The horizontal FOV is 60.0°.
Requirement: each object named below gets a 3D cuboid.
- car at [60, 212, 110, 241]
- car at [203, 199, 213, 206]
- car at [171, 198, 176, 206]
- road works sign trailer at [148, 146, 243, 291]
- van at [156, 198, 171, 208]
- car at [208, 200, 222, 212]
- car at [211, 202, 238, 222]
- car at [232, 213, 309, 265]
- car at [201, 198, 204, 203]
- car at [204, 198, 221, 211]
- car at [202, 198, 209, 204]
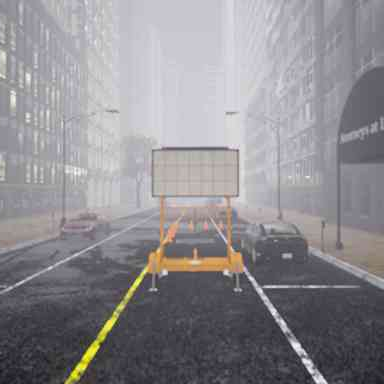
[{"bbox_3d":[-5.518,1.758,17.699,1.802,1.307,4.206,0,-1,1],"label":"car"},{"bbox_3d":[3.342,2.154,68.894,1.887,1.381,4.507,0,0,1],"label":"car"},{"bbox_3d":[-5.038,2.177,68.975,2.008,1.369,4.403,0,0,1],"label":"car"},{"bbox_3d":[0.094,0.551,9.239,2.380,3.560,2.880,0,-1,1],"label":"road works sign trailer"},{"bbox_3d":[-5.147,1.870,57.584,1.690,1.788,3.998,0,0,1],"label":"van"},{"bbox_3d":[3.022,1.859,34.708,1.887,1.381,4.507,0,-1,1],"label":"car"},{"bbox_3d":[2.968,1.829,29.010,1.947,1.339,4.313,0,-1,1],"label":"car"},{"bbox_3d":[2.808,1.657,11.917,2.008,1.369,4.403,0,-1,1],"label":"car"},{"bbox_3d":[3.234,1.828,57.501,2.192,1.841,5.009,0,0,1],"label":"car"},{"bbox_3d":[3.127,1.730,46.106,2.192,1.841,5.009,0,0,1],"label":"car"},{"bbox_3d":[3.504,2.275,86.159,1.752,1.417,4.829,0,0,1],"label":"car"}]
